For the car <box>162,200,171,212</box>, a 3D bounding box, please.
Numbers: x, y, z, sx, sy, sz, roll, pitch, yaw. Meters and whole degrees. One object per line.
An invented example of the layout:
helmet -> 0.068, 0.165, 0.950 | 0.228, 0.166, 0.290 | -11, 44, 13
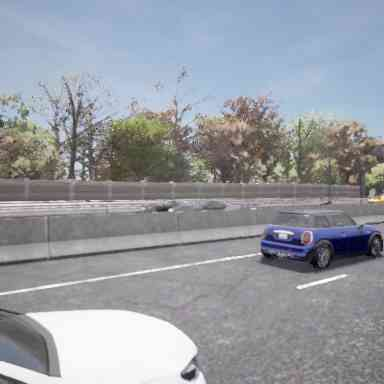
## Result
car -> 0.188, 1.496, 29.916 | 4.902, 1.511, 2.128 | 0, 0, -35

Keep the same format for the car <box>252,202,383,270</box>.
car -> 4.472, 1.353, 11.236 | 4.553, 1.767, 2.097 | 0, 0, -35

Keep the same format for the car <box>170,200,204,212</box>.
car -> 1.107, 1.481, 26.274 | 5.008, 1.535, 1.882 | 0, 0, -35

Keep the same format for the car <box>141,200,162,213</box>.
car -> -2.576, 1.496, 32.240 | 4.902, 1.511, 2.128 | 0, 0, -36

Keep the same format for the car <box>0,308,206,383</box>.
car -> -2.041, 1.526, 2.291 | 4.674, 1.442, 1.812 | 0, 0, -35

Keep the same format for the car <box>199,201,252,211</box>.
car -> 3.404, 1.551, 23.615 | 5.357, 1.411, 2.033 | 0, 0, -35

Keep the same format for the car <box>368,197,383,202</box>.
car -> 32.036, 1.518, 56.826 | 5.008, 1.535, 1.882 | 0, 0, -35
